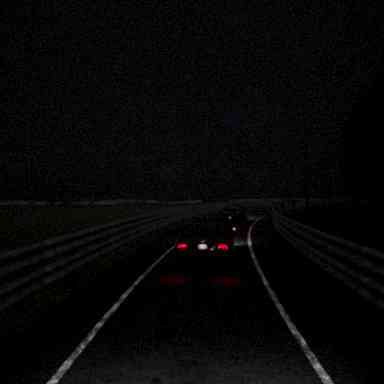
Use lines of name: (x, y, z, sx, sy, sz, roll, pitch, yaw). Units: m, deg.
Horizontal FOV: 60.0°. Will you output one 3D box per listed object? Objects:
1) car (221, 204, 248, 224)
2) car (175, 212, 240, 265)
car: (3.551, 1.775, 27.680, 2.128, 1.511, 4.902, 0, 0, 16)
car: (0.611, 1.672, 12.230, 2.033, 1.411, 5.357, 0, -1, 7)
